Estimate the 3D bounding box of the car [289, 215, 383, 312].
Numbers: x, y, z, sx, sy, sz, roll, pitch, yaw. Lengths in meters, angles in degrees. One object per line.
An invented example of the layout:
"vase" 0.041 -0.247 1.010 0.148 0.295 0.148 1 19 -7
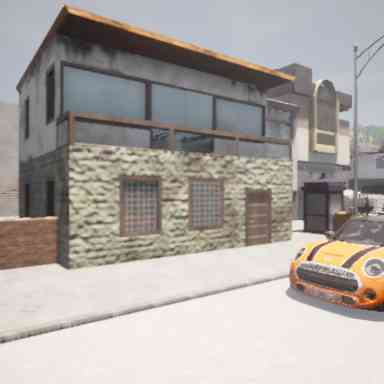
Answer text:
"car" 4.330 1.352 7.654 4.553 1.767 2.097 0 0 -35
